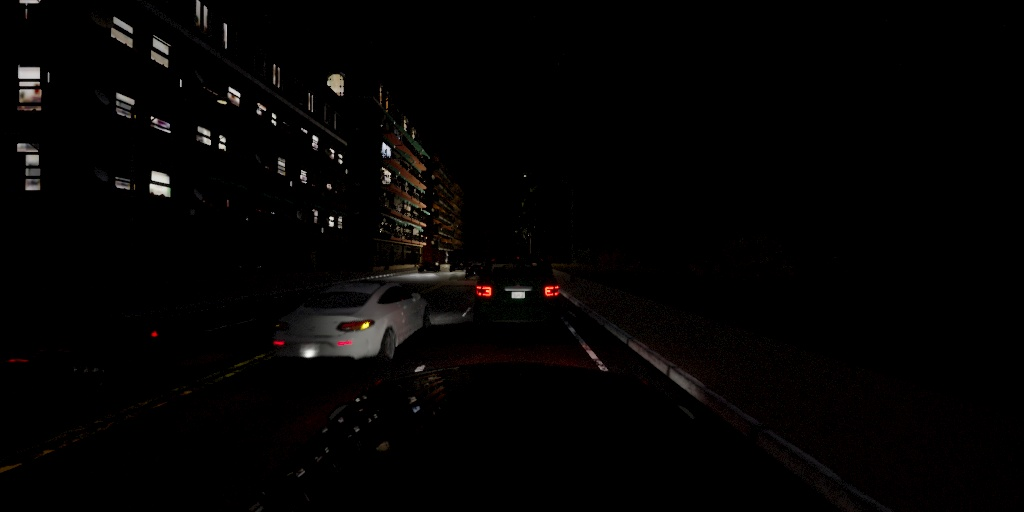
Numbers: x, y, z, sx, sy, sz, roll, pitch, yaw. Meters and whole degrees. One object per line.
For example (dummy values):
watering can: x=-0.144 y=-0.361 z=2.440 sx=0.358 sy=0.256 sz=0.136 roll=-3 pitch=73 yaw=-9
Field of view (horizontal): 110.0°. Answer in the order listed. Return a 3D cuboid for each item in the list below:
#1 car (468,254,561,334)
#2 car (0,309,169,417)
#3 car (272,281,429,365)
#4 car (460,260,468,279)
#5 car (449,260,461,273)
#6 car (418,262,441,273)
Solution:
car: x=0.103 y=0.973 z=10.755 sx=2.150 sy=2.045 sz=5.566 roll=0 pitch=0 yaw=-1
car: x=-6.602 y=1.298 z=3.475 sx=2.033 sy=1.411 sz=5.357 roll=0 pitch=0 yaw=0
car: x=-3.154 y=1.277 z=7.899 sx=1.812 sy=1.442 sz=4.674 roll=0 pitch=0 yaw=0
car: x=-3.143 y=1.245 z=33.019 sx=2.128 sy=1.511 sz=4.902 roll=0 pitch=0 yaw=0
car: x=-6.589 y=1.258 z=44.448 sx=1.837 sy=1.490 sz=4.892 roll=0 pitch=0 yaw=0
car: x=-9.841 y=1.355 z=42.825 sx=1.895 sy=1.301 sz=4.718 roll=0 pitch=0 yaw=0
